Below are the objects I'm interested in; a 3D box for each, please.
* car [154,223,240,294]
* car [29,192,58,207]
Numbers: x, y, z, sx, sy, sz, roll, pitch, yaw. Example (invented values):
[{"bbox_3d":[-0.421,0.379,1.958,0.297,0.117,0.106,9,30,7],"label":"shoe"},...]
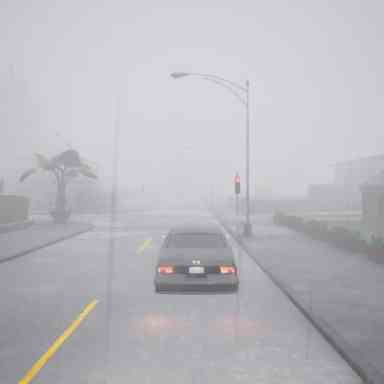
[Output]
[{"bbox_3d":[0.100,1.547,8.900,2.033,1.411,5.357,0,0,0],"label":"car"},{"bbox_3d":[-19.743,0.985,43.945,1.905,1.878,3.866,0,0,35],"label":"car"}]
